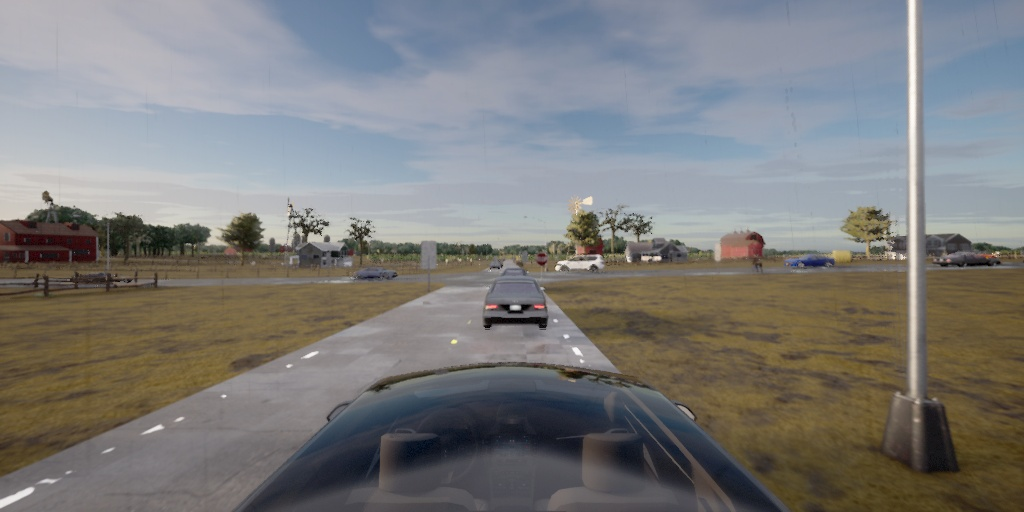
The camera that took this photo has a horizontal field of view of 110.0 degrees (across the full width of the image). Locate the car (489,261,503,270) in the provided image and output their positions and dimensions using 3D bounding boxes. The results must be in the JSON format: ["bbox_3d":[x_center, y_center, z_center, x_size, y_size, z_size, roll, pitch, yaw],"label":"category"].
[{"bbox_3d":[-2.982,1.649,61.782,1.837,1.490,4.892,0,0,0],"label":"car"}]

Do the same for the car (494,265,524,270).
[{"bbox_3d":[0.168,1.437,22.320,1.994,1.385,4.181,0,0,1],"label":"car"}]

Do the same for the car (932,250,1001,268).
[{"bbox_3d":[47.392,0.445,37.463,5.357,1.411,2.033,-1,1,0],"label":"car"}]

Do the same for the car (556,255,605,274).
[{"bbox_3d":[7.987,0.948,41.789,5.566,2.045,2.150,-1,2,14],"label":"car"}]

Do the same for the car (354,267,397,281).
[{"bbox_3d":[-14.174,1.822,37.359,4.181,1.385,1.994,-1,1,0],"label":"car"}]

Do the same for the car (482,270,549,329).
[{"bbox_3d":[0.097,1.354,11.499,2.033,1.411,5.357,0,0,0],"label":"car"}]

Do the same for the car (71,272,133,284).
[{"bbox_3d":[-42.491,2.330,37.344,4.718,1.301,1.895,0,1,0],"label":"car"}]

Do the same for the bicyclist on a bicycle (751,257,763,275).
[{"bbox_3d":[22.867,0.942,33.497,0.582,1.620,1.656,-1,-1,0],"label":"bicyclist on a bicycle"}]

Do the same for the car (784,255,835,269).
[{"bbox_3d":[34.050,0.617,41.096,5.008,1.535,1.882,-1,1,0],"label":"car"}]
